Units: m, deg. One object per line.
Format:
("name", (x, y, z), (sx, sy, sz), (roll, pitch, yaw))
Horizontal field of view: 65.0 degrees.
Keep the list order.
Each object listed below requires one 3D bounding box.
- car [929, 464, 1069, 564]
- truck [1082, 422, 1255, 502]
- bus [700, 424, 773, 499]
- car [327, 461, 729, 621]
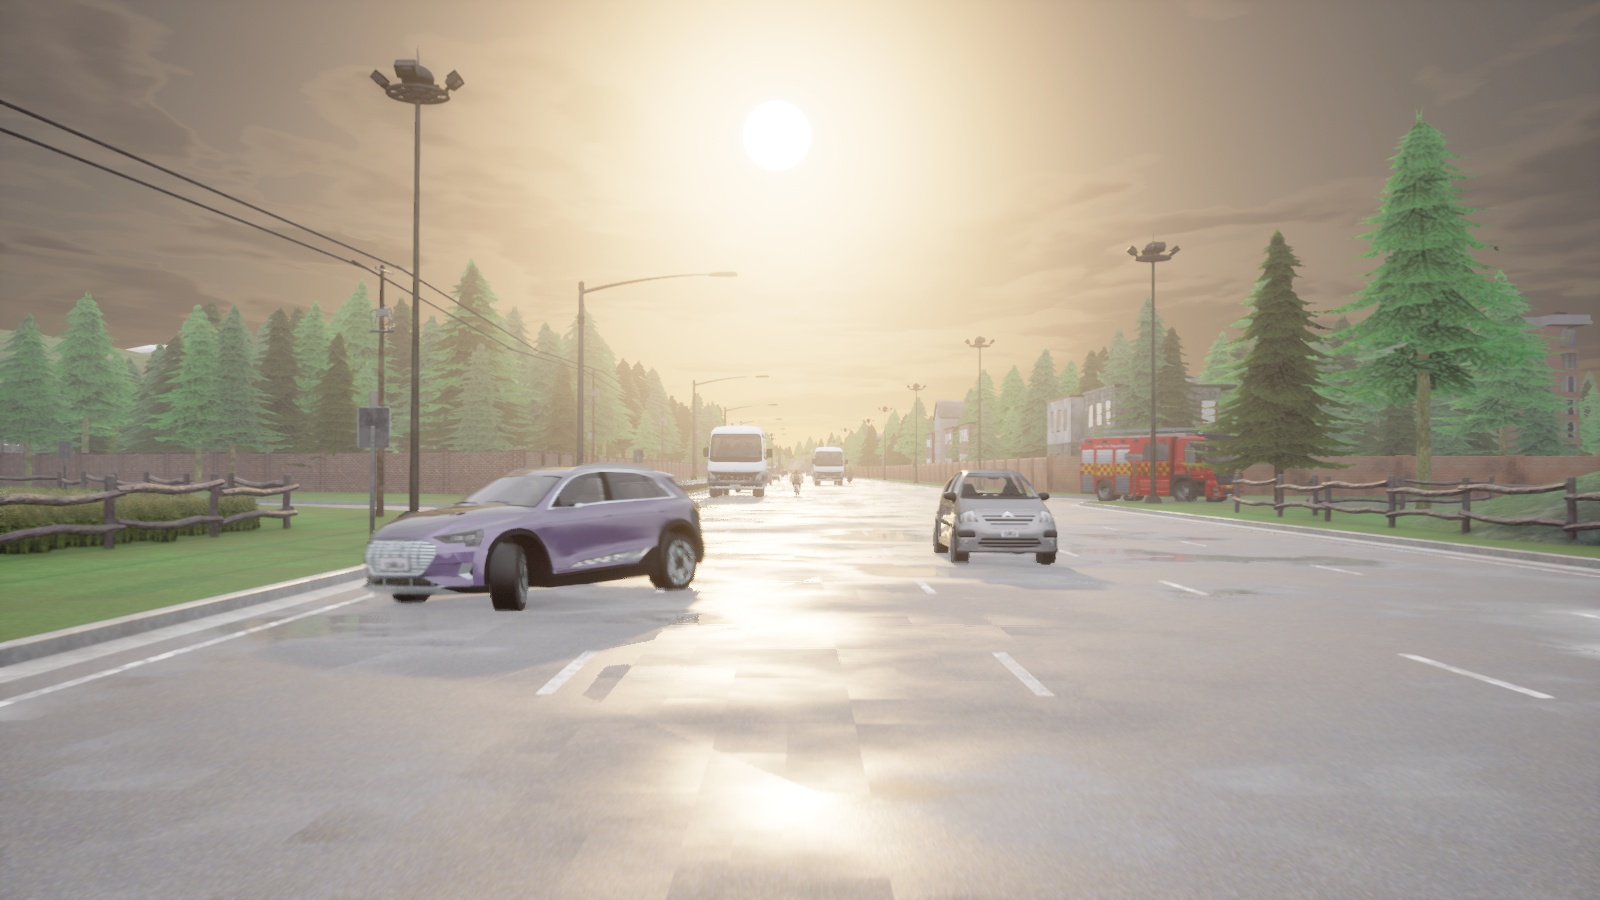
("car", (3.444, 1.075, 22.465), (1.851, 1.617, 3.988), (0, -1, 0))
("truck", (18.664, 0.651, 64.254), (2.891, 3.827, 8.468), (0, -1, -35))
("bus", (-3.695, 0.732, 76.419), (3.944, 4.253, 10.273), (0, -1, 0))
("car", (-3.119, 1.016, 15.530), (2.033, 1.649, 4.856), (-4, -3, 31))
